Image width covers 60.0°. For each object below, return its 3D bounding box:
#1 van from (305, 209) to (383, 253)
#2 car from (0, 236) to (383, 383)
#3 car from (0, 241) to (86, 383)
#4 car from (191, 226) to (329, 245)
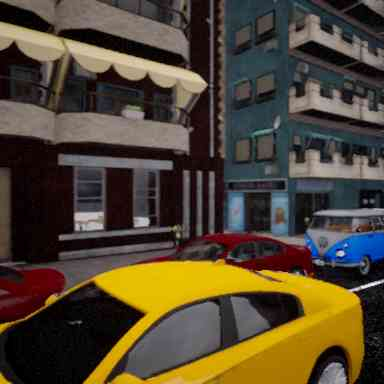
[{"bbox_3d":[5.199,1.423,10.297,3.998,1.788,1.690,1,-1,-36],"label":"van"},{"bbox_3d":[-0.371,1.489,3.117,5.008,1.535,1.882,1,0,-36],"label":"car"},{"bbox_3d":[-3.786,1.538,3.867,4.507,1.381,1.887,1,-1,-36],"label":"car"},{"bbox_3d":[0.706,1.582,7.081,4.507,1.381,1.887,1,-1,-36],"label":"car"}]
